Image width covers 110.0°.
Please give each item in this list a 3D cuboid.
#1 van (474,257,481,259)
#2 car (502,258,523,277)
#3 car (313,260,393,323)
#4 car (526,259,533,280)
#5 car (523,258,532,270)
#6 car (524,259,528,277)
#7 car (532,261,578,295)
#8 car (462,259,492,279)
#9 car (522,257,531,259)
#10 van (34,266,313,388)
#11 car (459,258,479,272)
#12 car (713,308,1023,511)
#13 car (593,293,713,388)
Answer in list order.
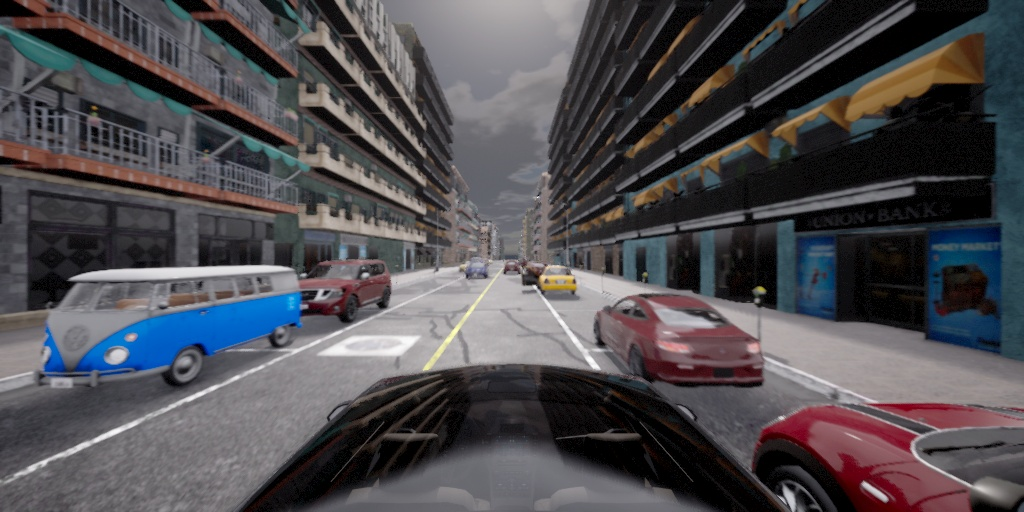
[{"bbox_3d":[-5.727,1.125,57.587,1.690,1.789,3.998,0,0,0],"label":"van"},{"bbox_3d":[0.003,1.286,40.974,1.812,1.442,4.674,0,0,0],"label":"car"},{"bbox_3d":[-5.698,1.059,12.293,2.192,1.841,5.009,0,0,0],"label":"car"},{"bbox_3d":[2.668,1.301,34.924,1.888,1.381,4.507,0,0,0],"label":"car"},{"bbox_3d":[2.661,1.291,46.416,1.751,1.417,4.829,0,0,0],"label":"car"},{"bbox_3d":[2.664,1.305,40.589,1.888,1.381,4.507,0,0,0],"label":"car"},{"bbox_3d":[2.338,1.203,19.754,1.801,1.575,5.366,0,0,0],"label":"car"},{"bbox_3d":[-3.114,1.280,32.850,1.812,1.442,4.674,0,0,0],"label":"car"},{"bbox_3d":[2.650,1.113,63.230,2.192,1.841,5.009,0,0,0],"label":"car"},{"bbox_3d":[-5.694,1.085,6.634,1.690,1.789,3.998,0,0,0],"label":"van"},{"bbox_3d":[-5.720,1.290,46.095,1.751,1.417,4.829,0,0,0],"label":"car"},{"bbox_3d":[2.690,1.191,0.955,1.967,1.591,4.097,0,0,0],"label":"car"},{"bbox_3d":[2.686,1.327,6.617,1.802,1.307,4.207,0,0,0],"label":"car"}]
